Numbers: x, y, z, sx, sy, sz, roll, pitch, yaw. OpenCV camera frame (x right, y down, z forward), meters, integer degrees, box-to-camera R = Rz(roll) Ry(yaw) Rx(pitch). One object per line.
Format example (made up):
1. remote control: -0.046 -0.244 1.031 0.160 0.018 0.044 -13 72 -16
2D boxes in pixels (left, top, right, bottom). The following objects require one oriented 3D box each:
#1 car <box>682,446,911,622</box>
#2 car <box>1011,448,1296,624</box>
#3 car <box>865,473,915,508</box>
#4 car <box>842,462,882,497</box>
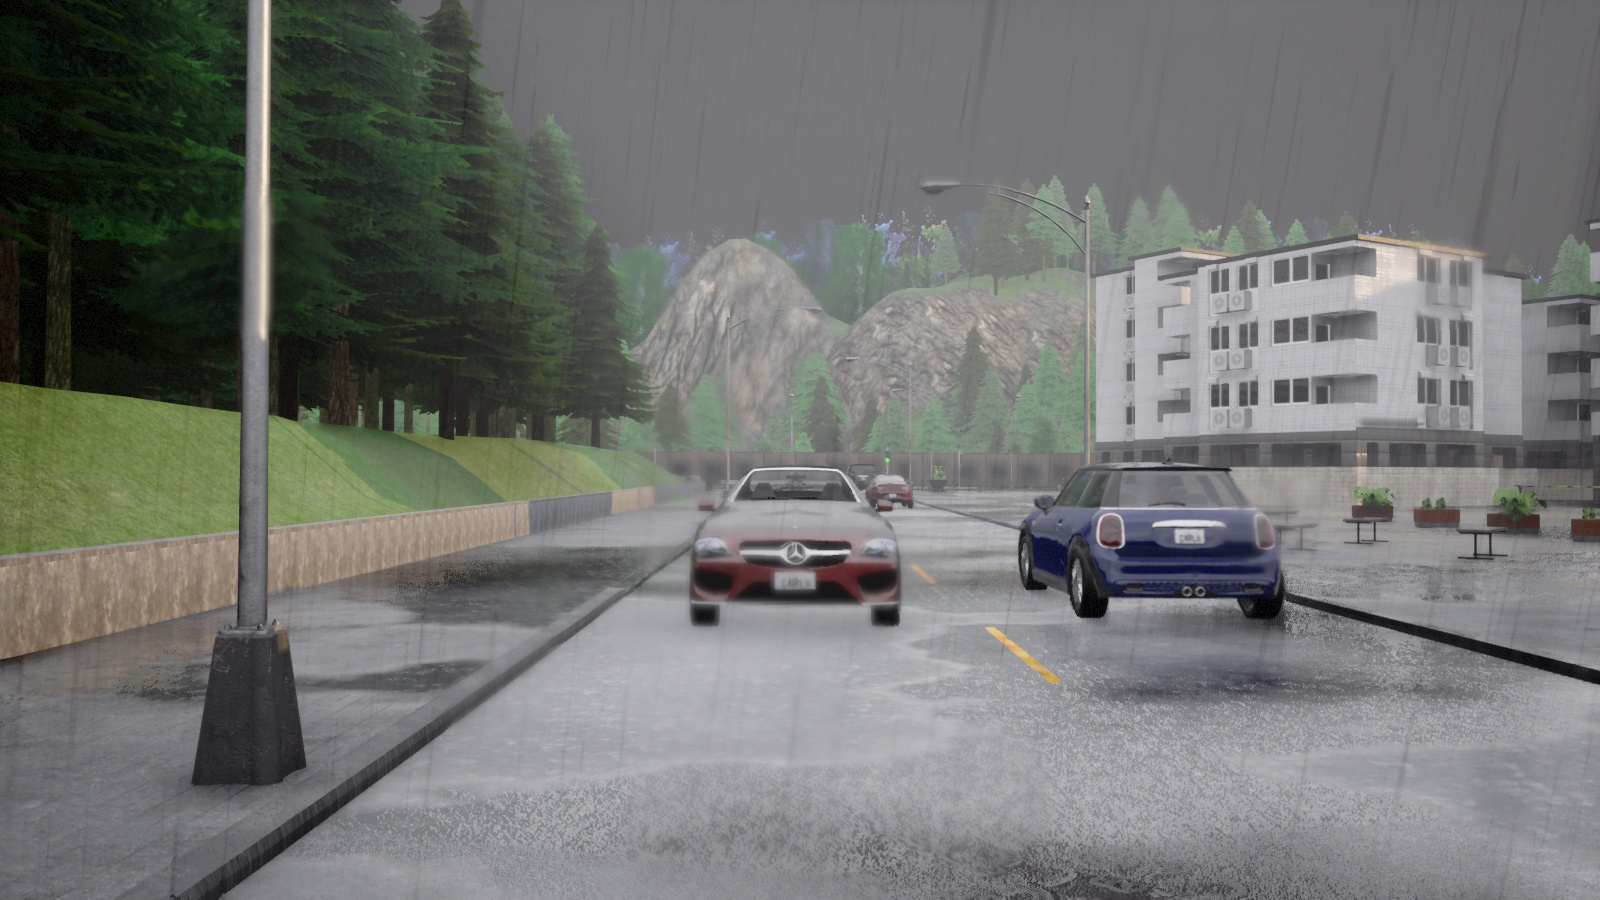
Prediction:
1. car: -0.043 0.834 14.351 2.152 1.651 5.027 0 -1 0
2. car: 3.956 0.908 14.990 2.097 1.767 4.553 0 -1 0
3. car: 3.846 1.736 54.376 1.812 1.442 4.674 0 -1 0
4. car: 3.780 1.812 77.240 2.150 2.045 5.566 0 -1 0
